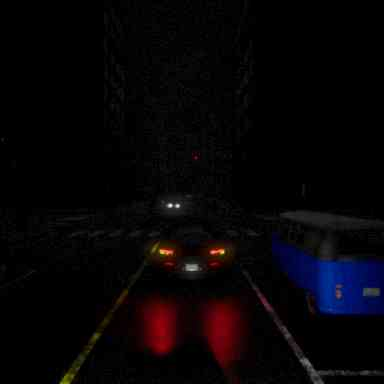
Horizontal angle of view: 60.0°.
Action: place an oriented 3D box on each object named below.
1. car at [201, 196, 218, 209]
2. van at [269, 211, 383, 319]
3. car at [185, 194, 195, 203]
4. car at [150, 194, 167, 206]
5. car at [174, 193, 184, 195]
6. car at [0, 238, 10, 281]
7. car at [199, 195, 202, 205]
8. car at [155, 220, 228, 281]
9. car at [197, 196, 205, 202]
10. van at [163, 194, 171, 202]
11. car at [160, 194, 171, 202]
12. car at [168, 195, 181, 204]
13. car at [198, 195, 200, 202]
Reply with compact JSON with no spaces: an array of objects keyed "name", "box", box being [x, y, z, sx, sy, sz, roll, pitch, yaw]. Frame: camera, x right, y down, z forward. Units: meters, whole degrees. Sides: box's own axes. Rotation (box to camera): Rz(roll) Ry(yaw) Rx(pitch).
[{"name":"car","box":[2.644,1.616,46.495,1.752,1.417,4.829,0,0,-1]},{"name":"van","box":[2.854,1.356,7.136,1.690,1.788,3.998,0,0,0]},{"name":"car","box":[-0.618,1.725,75.880,1.895,1.301,4.718,0,0,-1]},{"name":"car","box":[-6.031,1.423,57.259,2.192,1.841,5.009,0,0,-1]},{"name":"car","box":[-3.685,1.304,80.806,1.994,1.385,4.181,0,0,-1]},{"name":"car","box":[-5.670,1.581,7.125,1.947,1.339,4.313,0,0,0]},{"name":"car","box":[2.570,1.540,51.850,1.967,1.590,4.097,0,0,-1]},{"name":"car","box":[0.000,1.546,9.813,1.812,1.442,4.674,0,0,0]},{"name":"car","box":[2.190,1.718,79.477,1.802,1.307,4.206,0,0,-1]},{"name":"van","box":[-6.409,1.482,84.885,1.690,1.788,3.998,0,0,-1]},{"name":"car","box":[-6.335,1.450,79.361,2.192,1.841,5.009,0,0,-1]},{"name":"car","box":[-3.485,1.720,65.254,1.895,1.301,4.718,0,0,0]},{"name":"car","box":[2.494,1.659,57.376,2.008,1.369,4.403,0,0,-1]}]
